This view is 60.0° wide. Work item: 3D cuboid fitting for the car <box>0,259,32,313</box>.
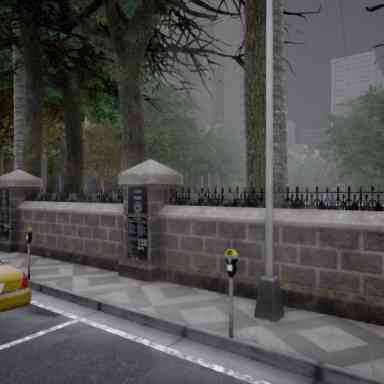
[{"bbox_3d":[-5.071,1.526,6.555,4.829,1.417,1.752,0,0,35],"label":"car"}]
